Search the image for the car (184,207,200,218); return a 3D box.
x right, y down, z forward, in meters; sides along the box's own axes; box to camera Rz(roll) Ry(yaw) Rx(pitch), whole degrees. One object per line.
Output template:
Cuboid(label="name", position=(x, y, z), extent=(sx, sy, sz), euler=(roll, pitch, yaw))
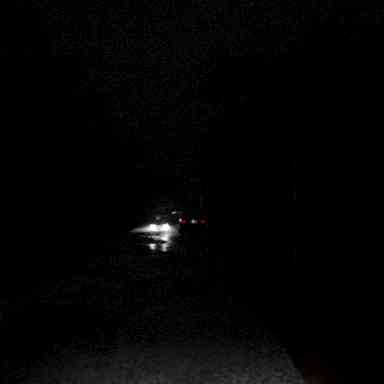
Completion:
Cuboid(label="car", position=(-0.026, 2.498, 41.610), extent=(1.895, 1.301, 4.718), euler=(0, -2, 0))

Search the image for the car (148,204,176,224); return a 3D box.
Cuboid(label="car", position=(-2.920, 2.075, 30.907), extent=(2.128, 1.511, 4.902), euler=(0, -2, 0))

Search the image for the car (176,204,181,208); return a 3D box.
Cuboid(label="car", position=(-3.125, 3.429, 72.142), extent=(2.097, 1.767, 4.553), euler=(0, -3, -1))

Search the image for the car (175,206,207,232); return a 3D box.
Cuboid(label="car", position=(0.061, 1.938, 23.040), extent=(2.033, 1.411, 5.357), euler=(0, -1, 0))
